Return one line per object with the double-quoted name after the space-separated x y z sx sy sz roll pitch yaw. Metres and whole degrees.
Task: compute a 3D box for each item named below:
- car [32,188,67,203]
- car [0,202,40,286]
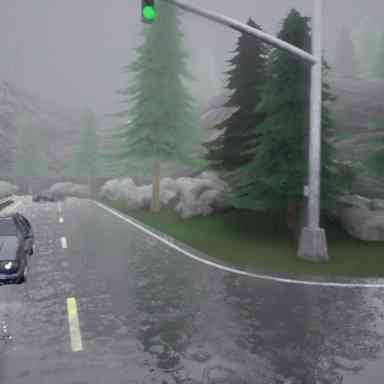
-14.399 0.340 34.102 2.033 1.411 5.357 1 2 -4 "car"
-5.115 1.239 8.498 2.033 1.411 5.357 0 2 -22 "car"
